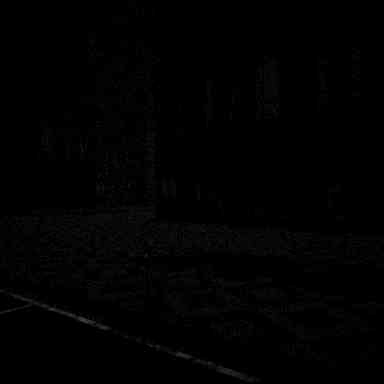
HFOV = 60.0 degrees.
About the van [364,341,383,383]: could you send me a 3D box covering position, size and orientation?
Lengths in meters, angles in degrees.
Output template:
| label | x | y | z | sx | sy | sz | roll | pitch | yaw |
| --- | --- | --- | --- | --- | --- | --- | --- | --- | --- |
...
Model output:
| label | x | y | z | sx | sy | sz | roll | pitch | yaw |
| --- | --- | --- | --- | --- | --- | --- | --- | --- | --- |
| van | 2.713 | 1.341 | 1.049 | 3.998 | 1.788 | 1.690 | 0 | 0 | 35 |
